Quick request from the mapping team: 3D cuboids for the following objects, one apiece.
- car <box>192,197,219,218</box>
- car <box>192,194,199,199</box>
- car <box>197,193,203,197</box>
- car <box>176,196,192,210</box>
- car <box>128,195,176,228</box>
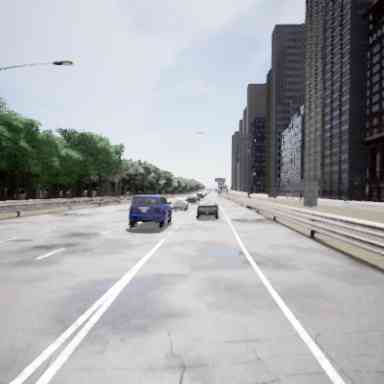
[{"bbox_3d":[1.425,1.502,29.935,2.128,1.511,4.902,0,0,4],"label":"car"},{"bbox_3d":[-0.233,1.508,61.667,1.837,1.490,4.892,0,0,3],"label":"car"},{"bbox_3d":[0.959,1.598,82.176,1.994,1.385,4.181,0,0,3],"label":"car"},{"bbox_3d":[-1.435,1.511,41.693,1.812,1.442,4.674,0,0,3],"label":"car"},{"bbox_3d":[-2.649,1.200,22.109,2.150,2.045,5.566,0,0,4],"label":"car"}]
